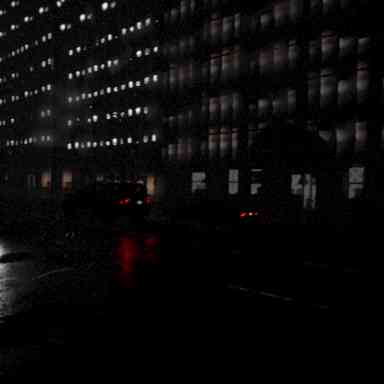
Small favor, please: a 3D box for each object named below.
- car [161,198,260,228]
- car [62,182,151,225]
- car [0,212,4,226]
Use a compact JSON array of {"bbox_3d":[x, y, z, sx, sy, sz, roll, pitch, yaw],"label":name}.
[{"bbox_3d":[0.866,1.007,17.653,5.357,1.411,2.033,3,2,38],"label":"car"},{"bbox_3d":[-4.661,0.482,17.807,5.566,2.045,2.150,3,2,38],"label":"car"},{"bbox_3d":[-9.084,0.859,12.728,4.718,1.301,1.895,3,2,39],"label":"car"}]
